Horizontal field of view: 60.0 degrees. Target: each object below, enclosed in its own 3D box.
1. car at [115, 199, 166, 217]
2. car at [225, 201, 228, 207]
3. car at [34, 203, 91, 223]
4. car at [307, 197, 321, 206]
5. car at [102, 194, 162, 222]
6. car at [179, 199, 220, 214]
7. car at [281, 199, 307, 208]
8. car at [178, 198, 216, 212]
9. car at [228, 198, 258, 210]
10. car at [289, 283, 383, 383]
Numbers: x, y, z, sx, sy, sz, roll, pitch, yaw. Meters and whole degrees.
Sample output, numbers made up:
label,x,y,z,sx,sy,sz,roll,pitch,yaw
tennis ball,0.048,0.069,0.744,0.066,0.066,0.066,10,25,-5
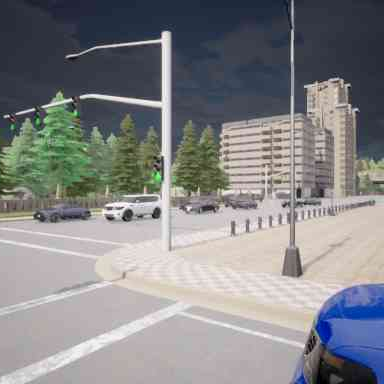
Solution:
label,x,y,z,sx,sy,sz,roll,pitch,yaw
car,-4.988,1.491,32.732,2.128,1.511,4.902,0,0,35
car,6.511,1.564,48.799,1.994,1.385,4.181,0,0,36
car,-9.950,1.564,25.771,1.994,1.385,4.181,0,0,35
car,20.214,1.564,55.688,1.994,1.385,4.181,0,0,35
car,-4.657,1.221,27.166,2.150,2.045,5.566,0,0,35
car,1.106,1.491,35.247,2.128,1.511,4.902,0,0,36
car,14.431,1.601,47.576,1.895,1.301,4.718,0,0,35
car,0.688,1.547,40.689,2.033,1.411,5.357,0,0,36
car,6.931,1.564,43.390,1.994,1.385,4.181,0,0,36
car,3.350,1.221,1.577,5.566,2.045,2.150,0,0,36
